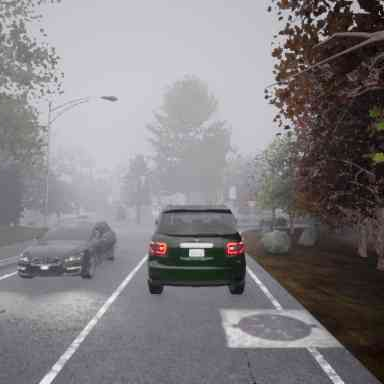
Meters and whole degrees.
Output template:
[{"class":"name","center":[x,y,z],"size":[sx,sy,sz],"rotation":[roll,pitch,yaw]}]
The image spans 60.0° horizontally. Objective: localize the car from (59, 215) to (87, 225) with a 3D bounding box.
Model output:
[{"class":"car","center":[-19.252,4.591,54.004],"size":[1.882,1.535,5.008],"rotation":[-2,-5,13]}]

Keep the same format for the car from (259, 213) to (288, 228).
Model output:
[{"class":"car","center":[9.992,3.452,40.677],"size":[2.097,1.767,4.553],"rotation":[-4,-6,38]}]

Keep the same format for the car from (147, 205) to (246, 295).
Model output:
[{"class":"car","center":[0.114,1.361,9.201],"size":[2.150,2.045,5.566],"rotation":[0,-2,0]}]

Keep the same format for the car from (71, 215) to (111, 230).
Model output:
[{"class":"car","center":[-10.822,3.204,35.400],"size":[4.892,1.490,1.837],"rotation":[-4,-6,44]}]

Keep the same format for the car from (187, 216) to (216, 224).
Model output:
[{"class":"car","center":[1.927,5.559,66.351],"size":[5.357,1.411,2.033],"rotation":[-1,-4,19]}]

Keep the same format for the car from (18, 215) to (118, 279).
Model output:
[{"class":"car","center":[-3.658,1.683,10.633],"size":[1.837,1.490,4.892],"rotation":[0,-2,-1]}]
